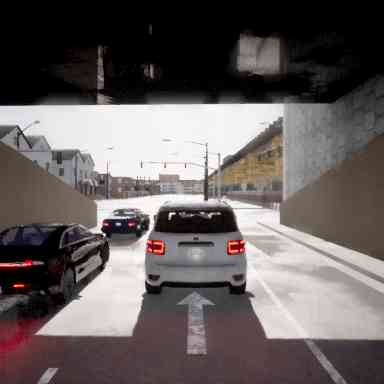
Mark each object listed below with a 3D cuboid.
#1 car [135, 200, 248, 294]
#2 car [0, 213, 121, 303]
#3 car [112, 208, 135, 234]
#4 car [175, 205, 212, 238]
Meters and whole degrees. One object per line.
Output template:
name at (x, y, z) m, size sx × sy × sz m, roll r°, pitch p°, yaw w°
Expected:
car at (0.083, 1.221, 8.911) m, size 2.150 × 2.045 × 5.566 m, roll 0°, pitch 0°, yaw 0°
car at (-3.423, 1.490, 8.179) m, size 2.128 × 1.511 × 4.902 m, roll 0°, pitch 0°, yaw 0°
car at (-3.421, 1.547, 17.937) m, size 2.033 × 1.411 × 5.357 m, roll 0°, pitch 0°, yaw 0°
car at (0.059, 1.526, 18.475) m, size 1.812 × 1.442 × 4.674 m, roll 0°, pitch 0°, yaw 0°
